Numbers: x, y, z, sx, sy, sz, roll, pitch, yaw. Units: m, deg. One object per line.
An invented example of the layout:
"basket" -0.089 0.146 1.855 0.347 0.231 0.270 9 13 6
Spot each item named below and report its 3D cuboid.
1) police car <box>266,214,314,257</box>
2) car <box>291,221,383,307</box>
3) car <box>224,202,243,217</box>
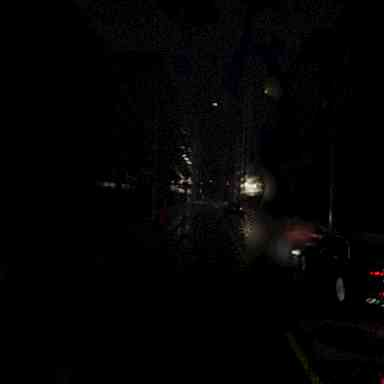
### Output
"police car" 4.533 1.794 14.701 1.930 1.638 5.238 2 -1 3
"car" 4.210 1.785 8.599 1.837 1.490 4.892 2 -1 3
"car" 5.053 2.062 40.729 2.097 1.767 4.553 2 -1 3
